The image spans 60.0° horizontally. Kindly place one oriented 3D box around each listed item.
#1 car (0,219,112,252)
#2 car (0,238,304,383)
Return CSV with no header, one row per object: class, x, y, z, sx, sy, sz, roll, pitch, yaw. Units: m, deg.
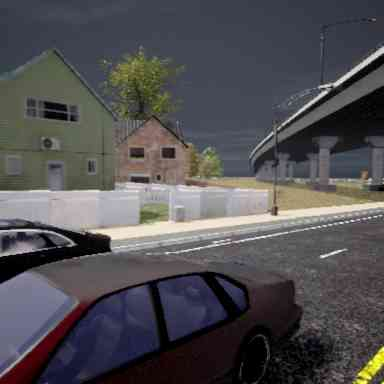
car,-3.533,1.220,5.164,4.902,1.511,2.128,0,3,-45
car,-0.883,1.406,3.222,5.357,1.411,2.033,0,3,-45
